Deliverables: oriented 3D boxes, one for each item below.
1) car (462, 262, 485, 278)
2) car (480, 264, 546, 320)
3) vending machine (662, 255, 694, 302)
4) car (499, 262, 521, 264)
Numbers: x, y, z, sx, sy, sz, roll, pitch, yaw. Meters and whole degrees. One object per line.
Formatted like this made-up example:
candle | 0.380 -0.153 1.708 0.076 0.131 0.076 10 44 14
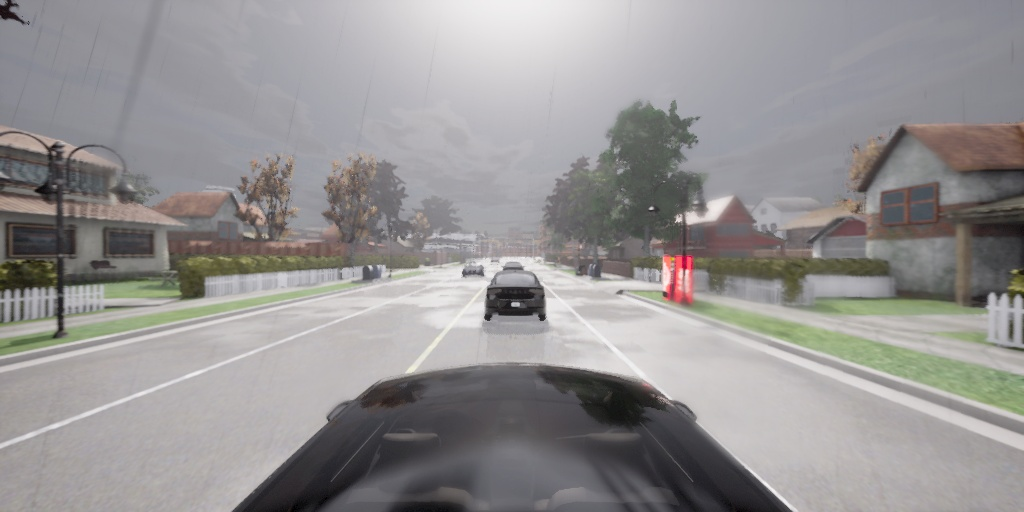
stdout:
car | -3.592 1.305 34.213 1.994 1.385 4.181 0 0 0
car | 0.101 1.226 12.679 1.882 1.535 5.008 0 0 0
vending machine | 6.885 0.944 14.949 1.100 2.100 0.880 0 0 0
car | 0.100 1.249 31.363 1.837 1.490 4.892 0 0 0
